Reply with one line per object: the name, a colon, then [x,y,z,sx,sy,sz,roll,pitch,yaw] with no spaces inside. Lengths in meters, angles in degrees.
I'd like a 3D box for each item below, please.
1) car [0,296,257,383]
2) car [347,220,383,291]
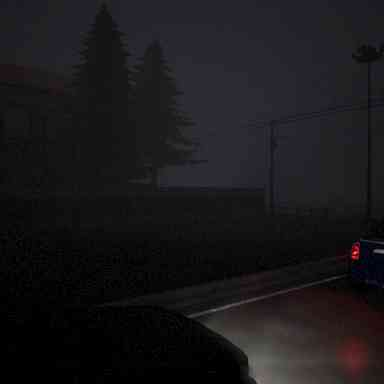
car: [-1.993,1.547,2.305,5.357,1.411,2.033,0,0,-36]
car: [5.706,1.352,7.825,4.553,1.767,2.097,0,0,-35]
